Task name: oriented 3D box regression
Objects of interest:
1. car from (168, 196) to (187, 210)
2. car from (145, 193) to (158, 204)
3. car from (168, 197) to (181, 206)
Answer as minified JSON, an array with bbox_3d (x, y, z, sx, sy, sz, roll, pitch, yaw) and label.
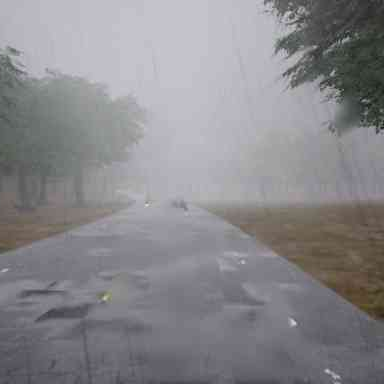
[{"bbox_3d":[-1.817,1.318,42.303,2.097,1.767,4.553,0,0,-5],"label":"car"},{"bbox_3d":[-7.497,1.178,61.671,2.150,2.045,5.566,0,0,-7],"label":"car"},{"bbox_3d":[-2.914,1.551,53.628,1.895,1.301,4.718,0,0,-6],"label":"car"}]
